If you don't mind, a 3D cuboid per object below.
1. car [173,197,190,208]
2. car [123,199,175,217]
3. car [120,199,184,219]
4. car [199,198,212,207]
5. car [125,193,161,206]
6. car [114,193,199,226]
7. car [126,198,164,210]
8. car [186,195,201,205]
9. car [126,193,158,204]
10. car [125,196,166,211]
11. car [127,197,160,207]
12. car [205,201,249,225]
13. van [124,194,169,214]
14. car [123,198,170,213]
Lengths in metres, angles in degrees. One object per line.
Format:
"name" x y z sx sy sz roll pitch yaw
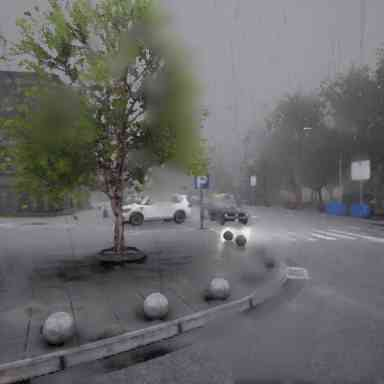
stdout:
"car" -1.592 1.493 48.802 1.882 1.535 5.008 0 0 -9
"car" -4.272 1.533 32.968 4.674 1.452 2.002 -1 0 -30
"car" -3.588 1.486 30.101 5.366 1.575 1.946 -1 0 -30
"car" 1.999 1.584 52.233 1.994 1.385 4.181 0 0 -10
"car" -8.326 1.259 56.662 5.566 2.045 2.435 -1 0 -30
"car" -2.729 1.238 24.066 5.566 2.045 2.435 -1 0 -30
"car" -6.317 1.538 44.807 4.674 1.452 2.002 -1 0 -30
"car" 0.266 1.387 61.971 2.097 1.767 4.553 0 0 -10
"car" -9.859 1.279 65.548 5.566 2.045 2.435 -1 0 -30
"car" -5.839 1.371 41.836 4.553 1.767 2.185 -1 0 -30
"car" -7.817 1.536 53.705 4.792 1.488 2.163 -1 0 -30
"car" 2.603 1.605 24.375 1.895 1.301 4.718 0 0 -10
"van" -4.884 1.269 35.863 4.442 1.987 1.878 -1 0 -30
"car" -5.287 1.495 38.884 5.008 1.535 2.097 -1 0 -30
